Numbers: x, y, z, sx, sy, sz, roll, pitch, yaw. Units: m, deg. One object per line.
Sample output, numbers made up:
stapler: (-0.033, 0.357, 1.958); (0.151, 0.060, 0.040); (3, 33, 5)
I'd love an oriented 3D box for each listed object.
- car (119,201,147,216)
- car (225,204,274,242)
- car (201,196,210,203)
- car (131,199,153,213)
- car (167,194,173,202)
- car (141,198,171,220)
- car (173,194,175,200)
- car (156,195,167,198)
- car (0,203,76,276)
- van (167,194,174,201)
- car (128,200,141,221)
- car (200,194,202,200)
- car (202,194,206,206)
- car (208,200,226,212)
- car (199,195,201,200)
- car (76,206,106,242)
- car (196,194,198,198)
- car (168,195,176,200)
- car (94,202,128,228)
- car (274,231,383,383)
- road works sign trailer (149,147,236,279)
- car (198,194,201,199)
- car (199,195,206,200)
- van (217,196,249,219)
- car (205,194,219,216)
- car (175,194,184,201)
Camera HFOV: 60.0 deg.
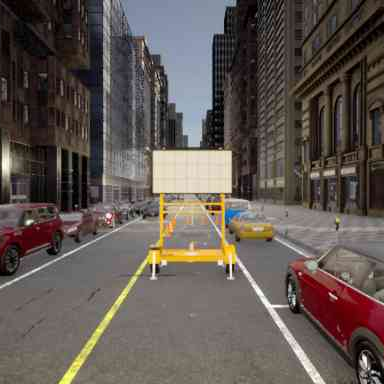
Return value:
car: (-5.731, 1.569, 32.924); (1.947, 1.339, 4.313); (0, 0, 0)
car: (2.776, 1.525, 16.294); (1.752, 1.417, 4.829); (0, 0, 0)
car: (2.836, 1.610, 72.140); (1.802, 1.307, 4.206); (0, 0, 0)
car: (-5.725, 1.571, 38.526); (1.947, 1.339, 4.313); (0, 0, 0)
car: (-5.689, 1.467, 72.139); (1.967, 1.590, 4.097); (0, 0, 0)
car: (-3.071, 1.506, 28.326); (1.837, 1.490, 4.892); (0, 0, 0)
car: (-5.683, 1.576, 77.741); (1.887, 1.381, 4.507); (0, 0, 0)
car: (-5.707, 1.561, 55.333); (1.887, 1.381, 4.507); (0, 0, 0)
car: (-5.755, 1.314, 10.516); (2.192, 1.841, 5.009); (0, 0, 0)
van: (-5.672, 1.380, 88.946); (1.690, 1.788, 3.998); (0, 0, 0)
car: (-5.737, 1.552, 27.323); (2.008, 1.369, 4.403); (0, 0, 0)
car: (2.818, 1.456, 55.335); (1.967, 1.590, 4.097); (0, 0, 0)
car: (2.805, 1.324, 44.132); (2.192, 1.841, 5.009); (0, 0, 0)
car: (2.800, 1.588, 38.530); (1.802, 1.307, 4.206); (0, 0, 0)
car: (2.824, 1.586, 60.937); (1.947, 1.339, 4.313); (0, 0, 0)
car: (-5.749, 1.582, 16.119); (1.802, 1.307, 4.206); (0, 0, 0)
car: (2.854, 1.584, 88.945); (1.887, 1.381, 4.507); (0, 0, 0)
car: (-5.665, 1.588, 94.548); (1.887, 1.381, 4.507); (0, 0, 0)
car: (-5.743, 1.440, 21.720); (1.967, 1.590, 4.097); (0, 0, 0)
car: (2.764, 1.440, 4.919); (1.967, 1.590, 4.097); (0, 0, 0)
road works sign trailer: (0.009, 0.464, 9.966); (2.380, 3.560, 2.880); (0, 0, 0)
car: (2.830, 1.464, 66.538); (1.967, 1.590, 4.097); (0, 0, 0)
car: (2.860, 1.588, 94.548); (1.887, 1.381, 4.507); (0, 0, 0)
van: (2.782, 1.342, 21.725); (1.690, 1.788, 3.998); (0, 0, 0)
car: (2.793, 1.319, 32.928); (2.192, 1.841, 5.009); (0, 0, 0)
car: (-2.908, 1.584, 84.584); (2.033, 1.411, 5.357); (0, 0, 0)
